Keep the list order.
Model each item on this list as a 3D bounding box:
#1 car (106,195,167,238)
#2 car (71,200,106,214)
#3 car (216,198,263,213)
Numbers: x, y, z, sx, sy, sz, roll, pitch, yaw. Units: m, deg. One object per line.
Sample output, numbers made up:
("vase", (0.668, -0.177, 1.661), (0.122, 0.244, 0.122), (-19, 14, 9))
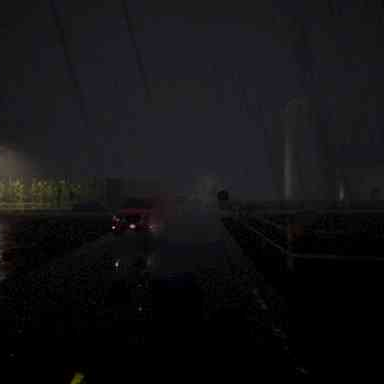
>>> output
("car", (-2.632, 1.209, 17.857), (2.150, 2.045, 5.566), (0, 0, 2))
("car", (-10.056, 1.584, 34.462), (4.674, 1.442, 1.812), (0, -1, -3))
("car", (4.972, 1.420, 35.049), (4.902, 1.511, 2.128), (-1, -1, -1))
